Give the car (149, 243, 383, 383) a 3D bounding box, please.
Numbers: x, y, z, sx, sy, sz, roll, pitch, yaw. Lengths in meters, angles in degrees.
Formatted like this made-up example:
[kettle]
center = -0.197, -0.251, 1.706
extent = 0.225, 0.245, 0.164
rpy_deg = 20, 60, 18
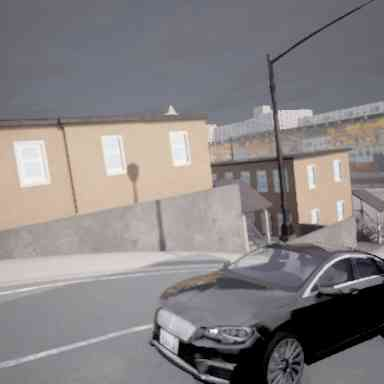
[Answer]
[car]
center = 1.723, 1.597, 5.272
extent = 4.902, 1.511, 2.128
rpy_deg = 4, -2, -36
